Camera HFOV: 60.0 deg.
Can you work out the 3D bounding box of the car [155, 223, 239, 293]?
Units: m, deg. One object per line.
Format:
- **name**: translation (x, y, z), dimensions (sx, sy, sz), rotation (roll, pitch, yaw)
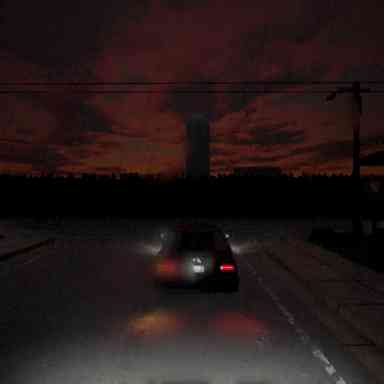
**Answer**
- **car**: translation (0.099, 1.547, 9.007), dimensions (2.033, 1.411, 5.357), rotation (0, 0, 0)
